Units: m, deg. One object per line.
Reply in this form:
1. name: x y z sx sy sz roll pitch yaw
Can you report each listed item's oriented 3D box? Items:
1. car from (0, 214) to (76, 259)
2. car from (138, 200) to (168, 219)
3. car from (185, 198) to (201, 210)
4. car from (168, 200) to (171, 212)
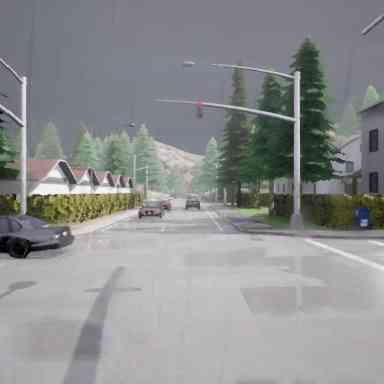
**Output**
1. car: -7.024 1.505 11.831 5.357 1.411 2.033 1 0 0
2. car: -3.493 1.572 29.348 1.994 1.385 4.181 0 0 0
3. car: 0.110 1.517 43.314 1.837 1.490 4.892 0 0 0
4. car: -3.491 1.612 39.343 1.895 1.301 4.718 0 0 0
